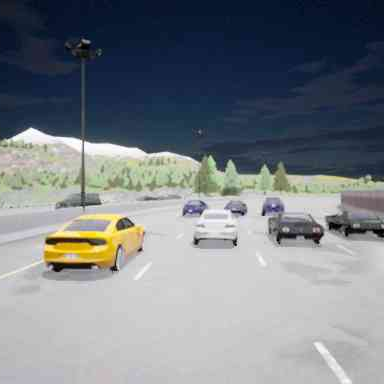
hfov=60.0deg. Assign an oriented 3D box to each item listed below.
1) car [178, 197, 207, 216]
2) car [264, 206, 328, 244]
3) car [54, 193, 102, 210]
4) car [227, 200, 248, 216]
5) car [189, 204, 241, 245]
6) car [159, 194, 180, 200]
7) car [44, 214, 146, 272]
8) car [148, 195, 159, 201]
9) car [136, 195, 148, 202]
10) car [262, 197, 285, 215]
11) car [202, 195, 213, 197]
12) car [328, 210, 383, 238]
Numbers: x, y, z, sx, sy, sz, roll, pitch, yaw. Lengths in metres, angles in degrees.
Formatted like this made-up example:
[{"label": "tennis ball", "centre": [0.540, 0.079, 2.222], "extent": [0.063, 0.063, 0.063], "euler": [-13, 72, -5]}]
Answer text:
[{"label": "car", "centre": [0.392, 1.449, 31.082], "extent": [1.812, 1.442, 4.674], "euler": [0, 0, 13]}, {"label": "car", "centre": [4.725, 1.574, 15.811], "extent": [1.895, 1.301, 4.718], "euler": [0, 0, 7]}, {"label": "car", "centre": [-10.530, 1.117, 31.247], "extent": [2.150, 2.045, 5.566], "euler": [0, 0, 12]}, {"label": "car", "centre": [4.308, 1.494, 32.335], "extent": [1.994, 1.385, 4.181], "euler": [0, 0, 13]}, {"label": "car", "centre": [1.165, 1.490, 15.328], "extent": [1.812, 1.442, 4.674], "euler": [0, 0, 7]}, {"label": "car", "centre": [-3.705, 1.185, 62.922], "extent": [2.097, 1.767, 4.553], "euler": [0, 0, 24]}, {"label": "car", "centre": [-2.821, 1.443, 10.752], "extent": [1.882, 1.535, 5.008], "euler": [0, 0, 4]}, {"label": "car", "centre": [-6.327, 1.380, 65.686], "extent": [1.994, 1.385, 4.181], "euler": [0, 0, 25]}, {"label": "car", "centre": [-9.429, 1.322, 67.266], "extent": [2.128, 1.511, 4.902], "euler": [0, 0, 24]}, {"label": "car", "centre": [8.091, 1.291, 32.996], "extent": [2.097, 1.767, 4.553], "euler": [0, 0, 14]}, {"label": "car", "centre": [3.100, 1.338, 69.007], "extent": [2.128, 1.511, 4.902], "euler": [0, 0, 26]}, {"label": "car", "centre": [8.479, 1.579, 17.492], "extent": [1.895, 1.301, 4.718], "euler": [0, 0, 8]}]
